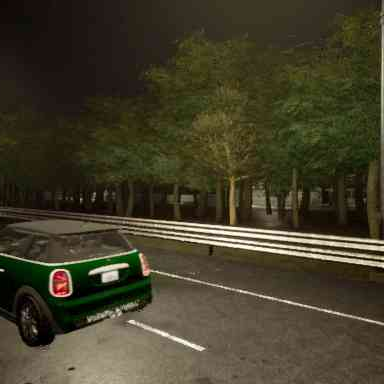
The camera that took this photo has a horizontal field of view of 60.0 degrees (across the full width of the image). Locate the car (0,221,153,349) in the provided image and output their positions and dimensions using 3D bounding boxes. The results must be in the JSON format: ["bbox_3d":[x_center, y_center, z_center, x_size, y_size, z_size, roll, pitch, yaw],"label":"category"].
[{"bbox_3d":[-2.919,1.349,6.578,4.553,1.767,2.097,0,0,40],"label":"car"}]
